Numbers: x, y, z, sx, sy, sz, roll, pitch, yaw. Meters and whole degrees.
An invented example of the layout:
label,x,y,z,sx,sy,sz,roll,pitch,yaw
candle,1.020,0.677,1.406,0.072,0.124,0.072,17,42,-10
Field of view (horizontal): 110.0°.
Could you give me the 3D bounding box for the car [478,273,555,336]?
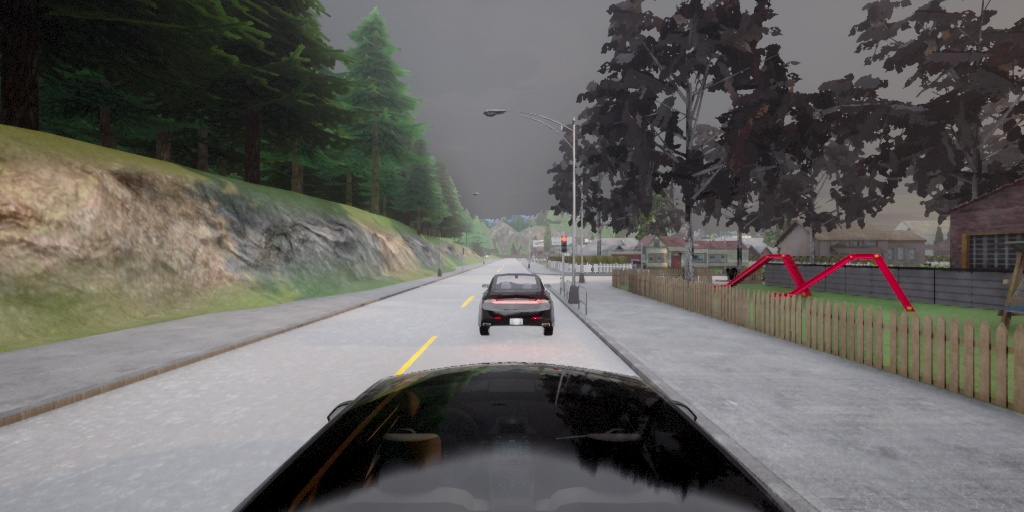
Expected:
label,x,y,z,sx,sy,sz,roll,pitch,yaw
car,0.128,1.242,10.383,2.128,1.511,4.902,0,0,1
